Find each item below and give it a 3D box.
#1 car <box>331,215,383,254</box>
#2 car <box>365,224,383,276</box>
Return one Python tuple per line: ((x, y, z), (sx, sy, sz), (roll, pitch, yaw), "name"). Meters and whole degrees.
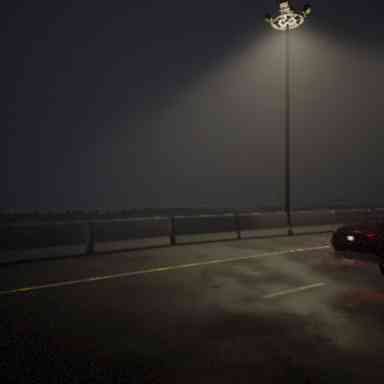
((7.275, 1.581, 12.605), (4.181, 1.385, 1.994), (0, 0, -30), "car")
((7.027, 1.560, 8.440), (5.357, 1.411, 2.033), (0, 0, -30), "car")
